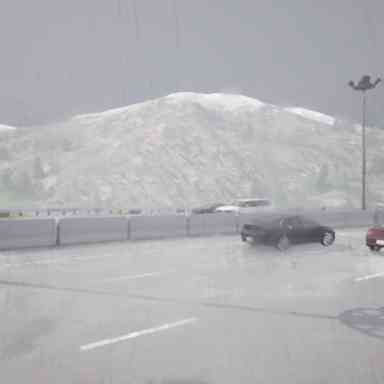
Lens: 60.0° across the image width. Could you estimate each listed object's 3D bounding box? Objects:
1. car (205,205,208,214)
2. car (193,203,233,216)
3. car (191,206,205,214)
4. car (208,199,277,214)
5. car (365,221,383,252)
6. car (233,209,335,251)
[{"bbox_3d":[3.769,1.936,31.057,4.181,1.385,1.994,1,-1,-29],"label":"car"},{"bbox_3d":[2.426,2.003,38.283,4.181,1.385,1.994,1,-1,-28],"label":"car"},{"bbox_3d":[2.310,1.872,34.256,5.008,1.535,1.882,1,-1,-28],"label":"car"},{"bbox_3d":[4.500,1.561,27.490,5.566,2.045,2.150,1,-1,-29],"label":"car"},{"bbox_3d":[9.103,1.756,13.754,4.674,1.442,1.812,1,-1,-31],"label":"car"},{"bbox_3d":[4.412,1.709,14.988,4.892,1.490,1.837,0,-1,-32],"label":"car"}]
